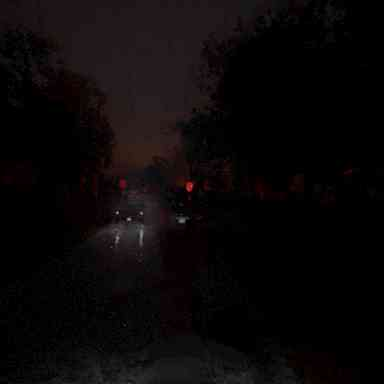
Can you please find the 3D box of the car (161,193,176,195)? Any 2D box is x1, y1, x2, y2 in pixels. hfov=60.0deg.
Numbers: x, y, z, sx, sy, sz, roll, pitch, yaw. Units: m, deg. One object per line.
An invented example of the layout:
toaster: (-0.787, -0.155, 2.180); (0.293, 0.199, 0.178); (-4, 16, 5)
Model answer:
car: (-2.433, 0.811, 34.443); (1.882, 1.535, 5.008); (2, 2, -8)

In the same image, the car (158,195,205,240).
car: (-0.577, 1.239, 16.495); (2.097, 1.767, 4.553); (1, 1, -4)

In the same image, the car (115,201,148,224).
car: (-3.965, 1.273, 22.222); (1.895, 1.301, 4.718); (2, 2, -5)

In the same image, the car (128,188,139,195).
car: (-11.273, -0.104, 64.024); (1.895, 1.301, 4.718); (2, 1, -14)
